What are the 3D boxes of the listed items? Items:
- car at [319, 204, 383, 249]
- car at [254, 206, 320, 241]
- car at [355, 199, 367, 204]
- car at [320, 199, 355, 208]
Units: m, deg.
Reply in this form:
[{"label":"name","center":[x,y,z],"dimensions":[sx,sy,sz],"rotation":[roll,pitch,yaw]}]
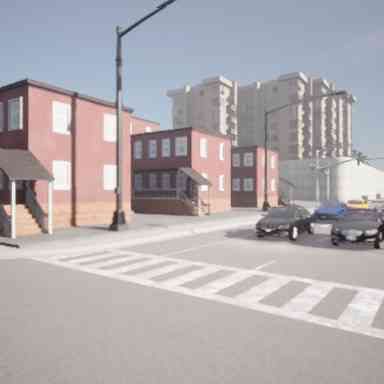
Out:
[{"label":"car","center":[7.519,1.492,14.750],"dimensions":[2.128,1.511,4.902],"rotation":[0,0,36]},{"label":"car","center":[4.837,1.504,17.030],"dimensions":[1.837,1.490,4.892],"rotation":[0,0,35]},{"label":"car","center":[16.332,1.478,33.083],"dimensions":[1.882,1.535,5.008],"rotation":[0,0,36]},{"label":"car","center":[10.545,1.477,25.015],"dimensions":[1.882,1.535,5.008],"rotation":[0,0,35]}]
